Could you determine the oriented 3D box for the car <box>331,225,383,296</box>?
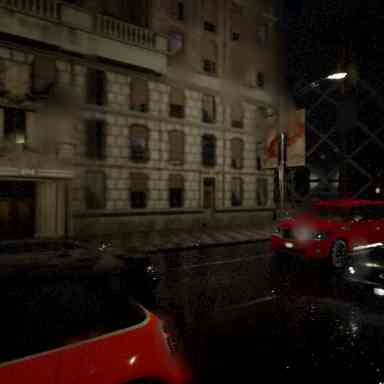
[{"bbox_3d":[5.984,1.636,8.150,5.357,1.411,2.033,1,0,-34],"label":"car"}]

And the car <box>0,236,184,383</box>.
[{"bbox_3d":[-2.332,1.346,2.315,4.553,1.767,2.097,1,0,-35],"label":"car"}]

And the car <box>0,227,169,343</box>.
[{"bbox_3d":[-3.244,1.555,5.966,5.357,1.411,2.033,1,0,-35],"label":"car"}]

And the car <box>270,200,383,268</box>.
[{"bbox_3d":[5.309,1.325,11.926,5.566,2.045,2.150,1,0,-34],"label":"car"}]
